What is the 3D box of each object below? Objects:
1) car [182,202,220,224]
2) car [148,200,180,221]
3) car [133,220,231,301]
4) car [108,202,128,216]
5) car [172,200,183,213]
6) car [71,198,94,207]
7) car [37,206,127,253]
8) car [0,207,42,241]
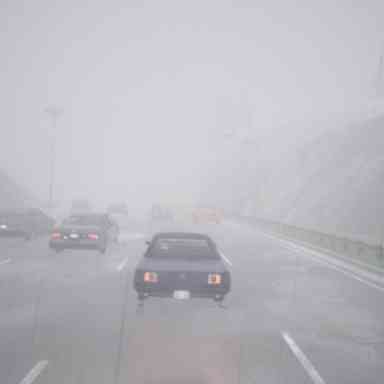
[{"bbox_3d":[0.856,1.647,27.861,2.097,1.767,4.553,2,-1,-11],"label":"car"},{"bbox_3d":[-2.644,1.700,27.863,2.033,1.411,5.357,2,-1,-11],"label":"car"},{"bbox_3d":[-0.283,1.669,8.506,1.895,1.301,4.718,2,-1,-3],"label":"car"},{"bbox_3d":[-7.309,1.609,32.664,1.895,1.301,4.718,2,-1,-14],"label":"car"},{"bbox_3d":[-2.480,1.764,41.464,1.882,1.535,5.008,3,0,-16],"label":"car"},{"bbox_3d":[-11.421,1.364,34.555,1.837,1.490,4.892,3,-1,-15],"label":"car"},{"bbox_3d":[-4.098,1.507,13.424,2.033,1.411,5.357,2,-1,-5],"label":"car"},{"bbox_3d":[-7.872,1.390,15.532,1.994,1.385,4.181,2,-1,-6],"label":"car"}]
